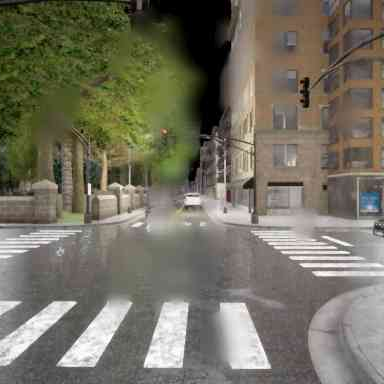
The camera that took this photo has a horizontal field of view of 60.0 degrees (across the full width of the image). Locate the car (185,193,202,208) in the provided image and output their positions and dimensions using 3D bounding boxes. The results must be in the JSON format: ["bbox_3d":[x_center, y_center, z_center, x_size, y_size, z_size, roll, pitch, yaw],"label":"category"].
[{"bbox_3d":[0.194,1.168,46.280,2.150,2.045,5.566,0,0,0],"label":"car"}]

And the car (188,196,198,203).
[{"bbox_3d":[0.236,1.507,67.610,1.895,1.301,4.718,0,0,0],"label":"car"}]

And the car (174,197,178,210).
[{"bbox_3d":[-3.019,1.563,39.797,1.895,1.301,4.718,0,0,0],"label":"car"}]

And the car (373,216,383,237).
[{"bbox_3d":[10.999,1.366,15.485,4.553,1.767,2.097,0,0,0],"label":"car"}]

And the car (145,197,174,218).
[{"bbox_3d":[-3.026,1.472,29.714,2.128,1.511,4.902,0,0,0],"label":"car"}]
